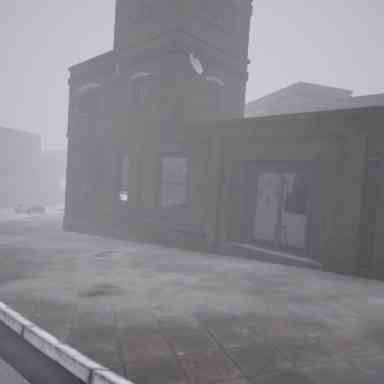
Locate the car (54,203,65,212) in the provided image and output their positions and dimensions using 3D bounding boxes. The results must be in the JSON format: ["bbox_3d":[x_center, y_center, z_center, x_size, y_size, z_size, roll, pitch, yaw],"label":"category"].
[{"bbox_3d":[-18.610,2.363,50.783,2.033,1.411,5.357,4,-1,16],"label":"car"}]

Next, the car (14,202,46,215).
[{"bbox_3d":[-19.772,1.991,40.868,2.128,1.511,4.902,4,-1,3],"label":"car"}]
